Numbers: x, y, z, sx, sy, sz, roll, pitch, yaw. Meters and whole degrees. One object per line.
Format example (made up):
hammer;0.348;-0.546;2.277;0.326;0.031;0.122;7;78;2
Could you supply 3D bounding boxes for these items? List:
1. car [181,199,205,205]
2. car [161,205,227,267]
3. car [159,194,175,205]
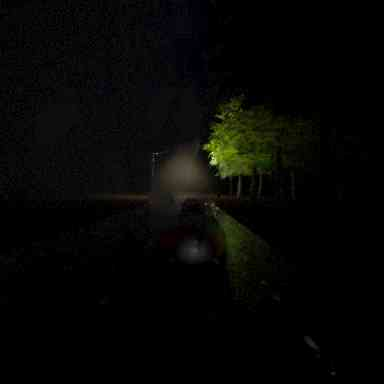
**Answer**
car;0.078;1.325;27.305;1.812;1.442;4.674;0;1;0
car;0.071;1.414;11.274;1.882;1.535;5.008;0;0;0
car;-3.576;1.013;48.202;1.837;1.490;4.892;0;2;0
